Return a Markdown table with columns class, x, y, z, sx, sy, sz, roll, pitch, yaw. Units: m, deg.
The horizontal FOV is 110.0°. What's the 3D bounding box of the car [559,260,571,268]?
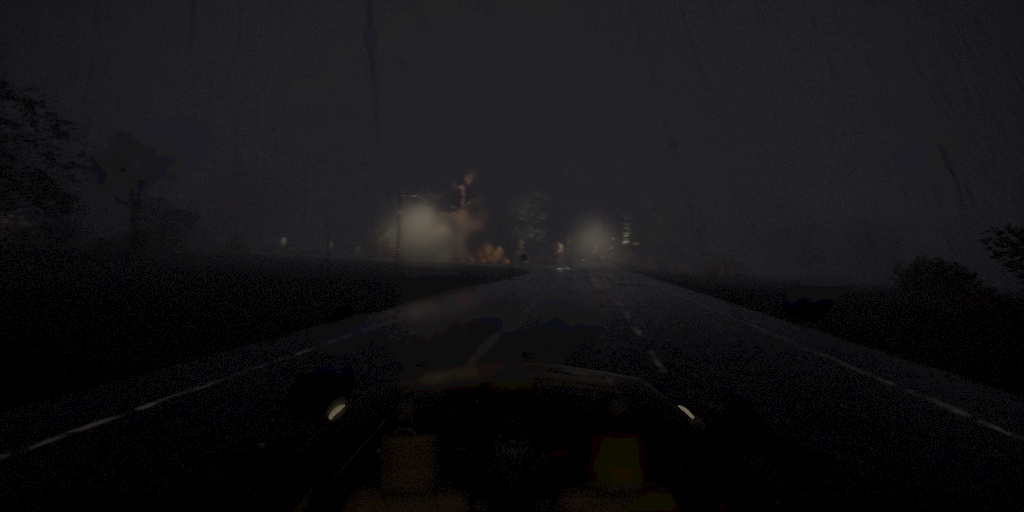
| class | x | y | z | sx | sy | sz | roll | pitch | yaw |
| --- | --- | --- | --- | --- | --- | --- | --- | --- | --- |
| car | 9.064 | 1.368 | 61.281 | 2.128 | 1.511 | 4.902 | 2 | -1 | 12 |
